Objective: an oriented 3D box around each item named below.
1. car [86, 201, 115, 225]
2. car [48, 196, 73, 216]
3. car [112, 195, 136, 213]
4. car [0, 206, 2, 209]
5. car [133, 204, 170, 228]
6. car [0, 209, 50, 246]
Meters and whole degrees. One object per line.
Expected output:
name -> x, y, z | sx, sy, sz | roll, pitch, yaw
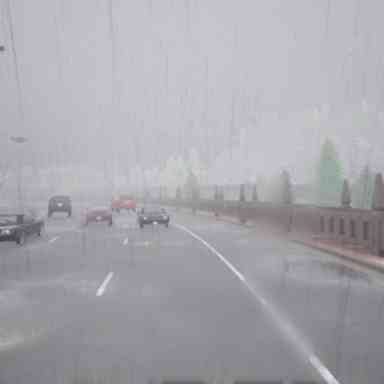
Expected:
car -> -6.895, 1.617, 24.818 | 1.812, 1.442, 4.674 | 0, 0, -14
car -> -13.621, 1.383, 34.423 | 2.150, 2.045, 5.566 | 0, 0, -21
car -> -8.239, 1.354, 39.723 | 2.150, 2.045, 5.566 | 0, 0, -23
car -> -22.581, 1.841, 37.210 | 1.895, 1.301, 4.718 | 0, 0, -25
car -> -2.786, 1.663, 22.889 | 1.895, 1.301, 4.718 | 0, 0, -13
car -> -8.431, 1.676, 15.588 | 1.895, 1.301, 4.718 | 0, 0, -9
